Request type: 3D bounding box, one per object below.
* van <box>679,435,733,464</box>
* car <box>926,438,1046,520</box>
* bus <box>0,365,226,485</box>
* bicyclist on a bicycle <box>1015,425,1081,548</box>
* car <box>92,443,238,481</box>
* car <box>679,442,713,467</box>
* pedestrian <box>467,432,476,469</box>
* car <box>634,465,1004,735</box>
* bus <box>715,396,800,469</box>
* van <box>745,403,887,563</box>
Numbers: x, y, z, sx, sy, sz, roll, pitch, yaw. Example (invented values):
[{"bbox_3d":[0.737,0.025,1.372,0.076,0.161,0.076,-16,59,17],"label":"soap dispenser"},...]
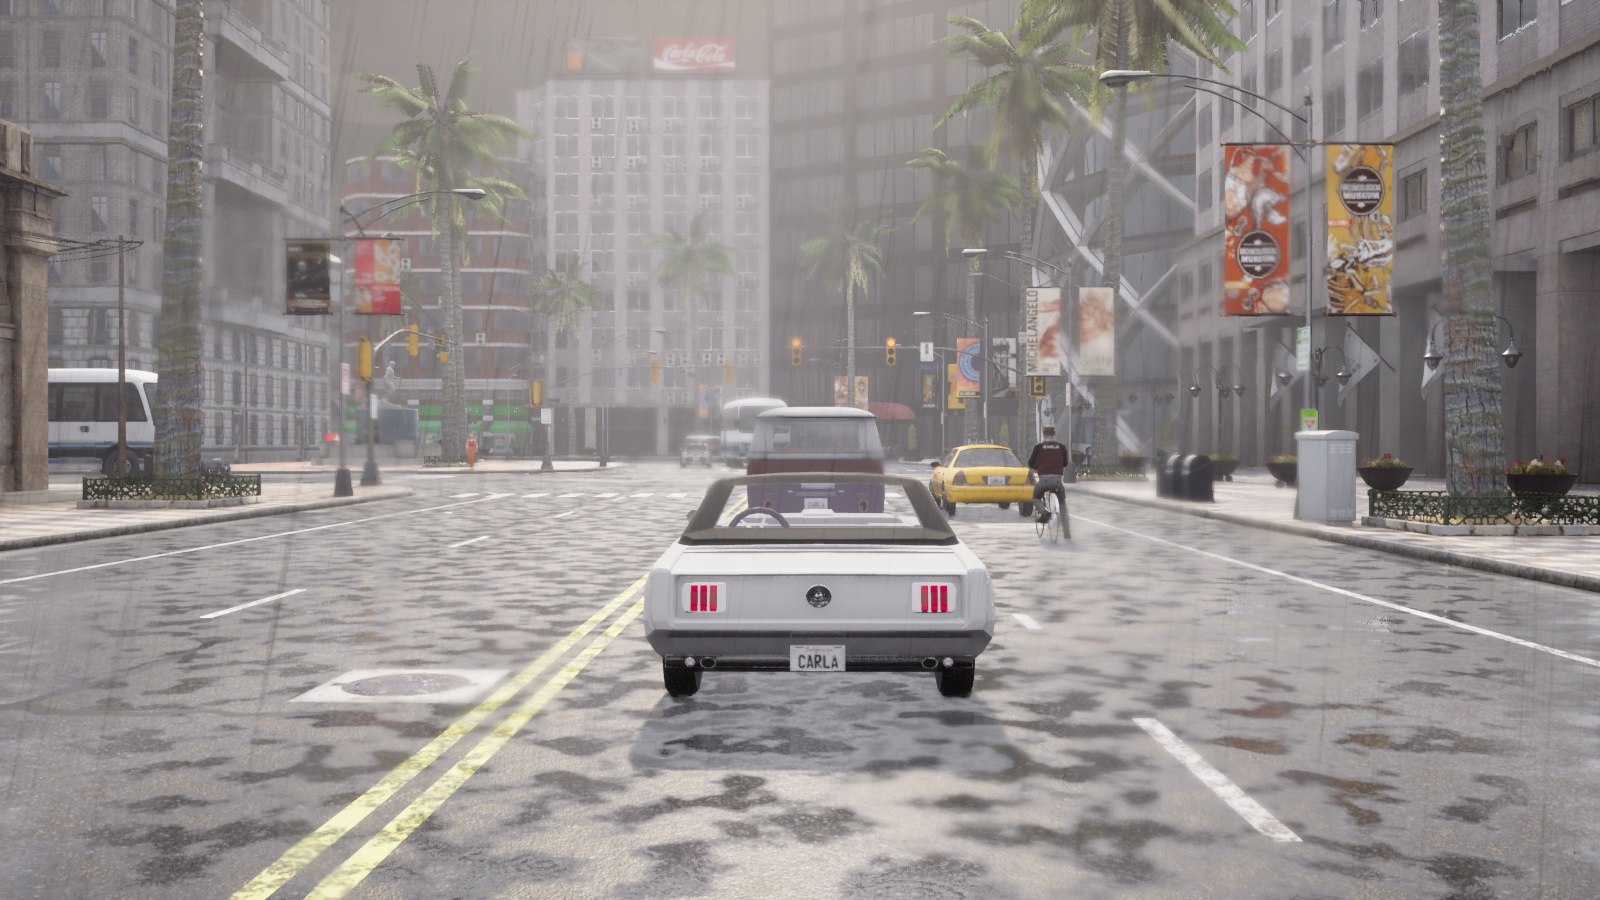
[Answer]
[{"bbox_3d":[-6.892,-0.058,91.627,2.069,2.038,4.480,0,1,-31],"label":"van"},{"bbox_3d":[3.818,0.538,26.653,1.801,1.575,5.366,0,0,1],"label":"car"},{"bbox_3d":[-27.301,-0.914,46.485,10.273,4.253,3.944,0,0,0],"label":"bus"},{"bbox_3d":[3.738,0.512,19.057,0.659,1.776,1.843,0,1,1],"label":"bicyclist on a bicycle"},{"bbox_3d":[-25.251,0.449,49.998,4.892,1.490,1.837,0,0,1],"label":"car"},{"bbox_3d":[-6.283,0.277,76.107,1.970,1.475,3.806,0,0,-4],"label":"car"},{"bbox_3d":[-16.401,0.036,62.698,0.345,1.836,0.594,0,0,0],"label":"pedestrian"},{"bbox_3d":[0.125,0.797,8.803,1.895,1.301,4.718,0,0,1],"label":"car"},{"bbox_3d":[-2.826,-1.077,78.843,3.944,4.253,10.273,0,0,-10],"label":"bus"},{"bbox_3d":[0.224,0.399,17.841,1.775,1.987,4.442,0,0,1],"label":"van"}]
